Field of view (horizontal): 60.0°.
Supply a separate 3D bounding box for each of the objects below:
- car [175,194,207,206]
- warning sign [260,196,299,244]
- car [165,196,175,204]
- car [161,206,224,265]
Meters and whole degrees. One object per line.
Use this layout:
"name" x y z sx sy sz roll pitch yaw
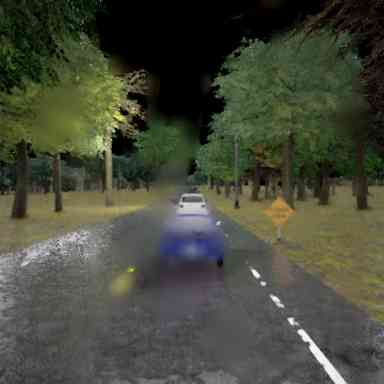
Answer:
"car" 0.042 1.174 26.440 2.150 2.045 5.566 0 0 0
"warning sign" 3.567 1.112 13.644 1.300 1.860 1.060 1 1 0
"car" -3.532 1.375 56.922 1.895 1.301 4.718 0 1 1
"car" 0.039 1.477 11.748 1.882 1.535 5.008 0 0 1
